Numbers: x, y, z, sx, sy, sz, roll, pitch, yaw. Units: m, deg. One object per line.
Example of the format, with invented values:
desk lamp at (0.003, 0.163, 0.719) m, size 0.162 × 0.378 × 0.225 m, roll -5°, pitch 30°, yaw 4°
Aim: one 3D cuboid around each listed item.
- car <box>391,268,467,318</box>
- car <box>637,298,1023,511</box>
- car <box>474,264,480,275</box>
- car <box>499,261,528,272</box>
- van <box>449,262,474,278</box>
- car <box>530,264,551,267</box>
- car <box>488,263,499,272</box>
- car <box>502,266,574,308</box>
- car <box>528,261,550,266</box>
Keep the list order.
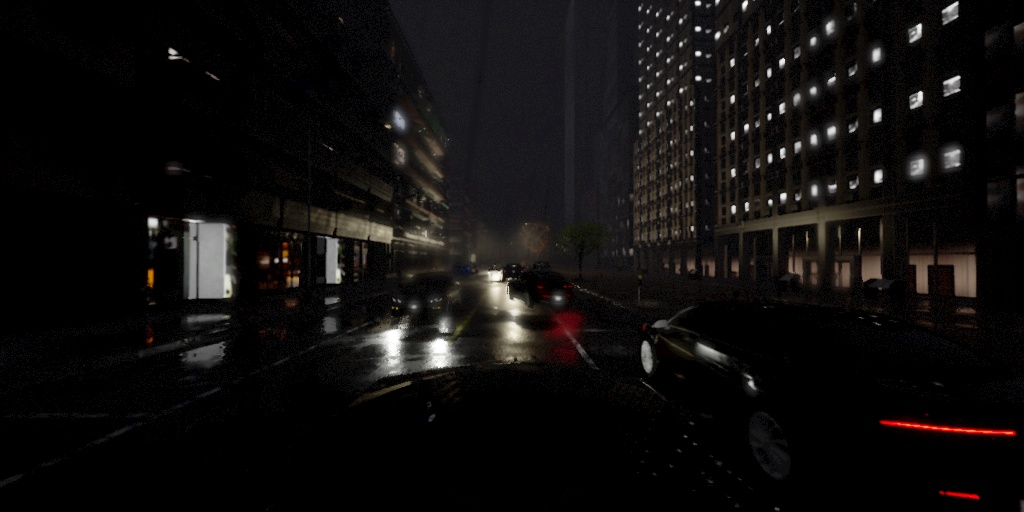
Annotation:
car at (-3.077, 1.382, 13.708) m, size 1.837 × 1.490 × 4.892 m, roll 0°, pitch -1°, yaw 0°
car at (3.150, 1.284, 4.546) m, size 1.837 × 1.490 × 4.892 m, roll 0°, pitch -1°, yaw 0°
car at (-5.595, 1.758, 45.876) m, size 1.751 × 1.417 × 4.829 m, roll 0°, pitch 0°, yaw 0°
car at (0.154, 1.453, 34.328) m, size 2.097 × 1.767 × 4.553 m, roll 0°, pitch -1°, yaw 0°
van at (-5.606, 1.511, 40.524) m, size 1.690 × 1.789 × 3.998 m, roll 0°, pitch 0°, yaw 0°
car at (2.750, 1.599, 29.460) m, size 2.007 × 1.370 × 4.403 m, roll 0°, pitch 0°, yaw 0°
car at (-2.875, 1.920, 60.091) m, size 1.837 × 1.490 × 4.892 m, roll 0°, pitch -1°, yaw 0°
car at (1.156, 1.410, 16.276) m, size 1.837 × 1.490 × 4.892 m, roll 0°, pitch 0°, yaw -15°
car at (2.763, 1.424, 34.983) m, size 2.192 × 1.841 × 5.009 m, roll 0°, pitch 0°, yaw 0°
